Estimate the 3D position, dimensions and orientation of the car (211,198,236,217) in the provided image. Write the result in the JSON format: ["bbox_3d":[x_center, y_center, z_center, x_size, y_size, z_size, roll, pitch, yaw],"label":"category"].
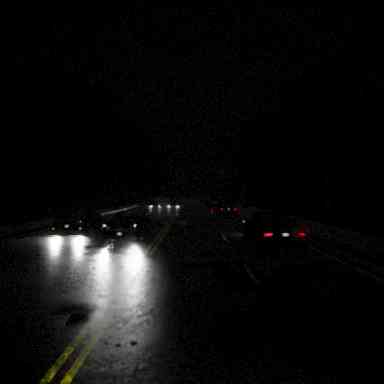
[{"bbox_3d":[3.350,1.638,32.892,2.033,1.411,5.357,0,0,0],"label":"car"}]

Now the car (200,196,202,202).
[{"bbox_3d":[3.247,1.808,69.949,1.994,1.385,4.181,0,0,0],"label":"car"}]

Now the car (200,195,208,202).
[{"bbox_3d":[3.246,1.802,91.951,2.033,1.649,4.856,0,0,0],"label":"car"}]

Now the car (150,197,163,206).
[{"bbox_3d":[-6.529,1.726,61.281,1.812,1.442,4.674,0,0,1],"label":"car"}]

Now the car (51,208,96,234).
[{"bbox_3d":[-6.599,1.614,19.511,1.994,1.385,4.181,0,0,0],"label":"car"}]

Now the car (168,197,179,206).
[{"bbox_3d":[-3.293,1.697,59.936,1.837,1.490,4.892,0,0,1],"label":"car"}]

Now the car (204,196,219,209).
[{"bbox_3d":[3.248,1.574,47.949,2.033,1.649,4.856,0,0,0],"label":"car"}]

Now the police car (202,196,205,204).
[{"bbox_3d":[3.248,1.615,59.059,1.930,1.638,5.238,0,0,0],"label":"police car"}]

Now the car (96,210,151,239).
[{"bbox_3d":[-3.351,1.646,17.605,1.895,1.301,4.718,0,0,0],"label":"car"}]

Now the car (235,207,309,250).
[{"bbox_3d":[3.348,1.583,14.399,2.033,1.411,5.357,0,0,0],"label":"car"}]
